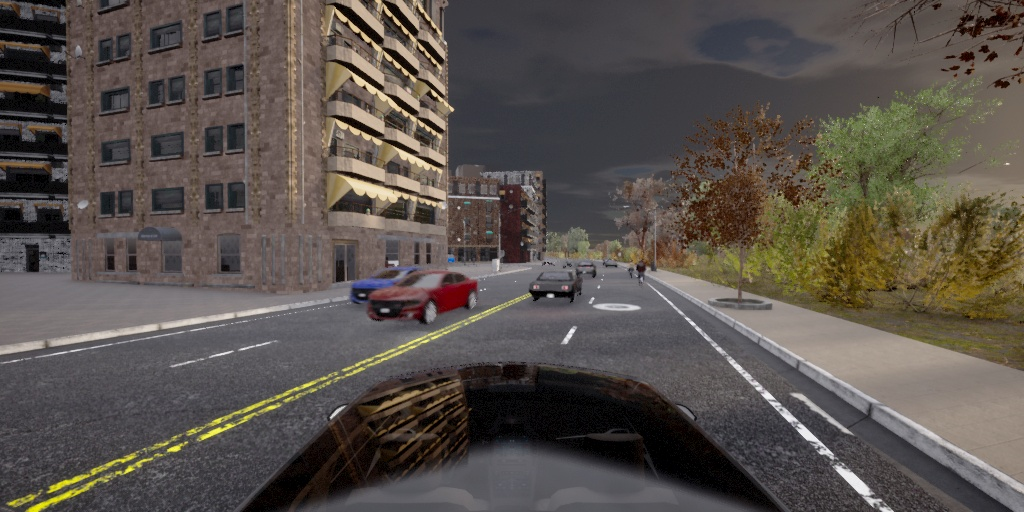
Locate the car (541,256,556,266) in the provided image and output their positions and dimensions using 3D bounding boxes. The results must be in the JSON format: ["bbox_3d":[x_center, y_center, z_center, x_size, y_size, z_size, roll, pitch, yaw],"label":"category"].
[{"bbox_3d":[5.726,0.705,55.942,2.097,1.767,4.553,0,0,10],"label":"car"}]

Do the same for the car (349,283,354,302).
[{"bbox_3d":[-5.012,1.227,16.078,1.882,1.535,5.008,0,0,17],"label":"car"}]

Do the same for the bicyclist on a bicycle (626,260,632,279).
[{"bbox_3d":[10.630,1.176,31.979,0.866,1.612,1.509,0,0,15],"label":"bicyclist on a bicycle"}]

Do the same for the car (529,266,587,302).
[{"bbox_3d":[2.247,1.347,17.025,1.895,1.301,4.718,0,0,16],"label":"car"}]

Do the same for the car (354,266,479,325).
[{"bbox_3d":[-2.774,1.226,12.255,1.882,1.535,5.008,0,0,17],"label":"car"}]

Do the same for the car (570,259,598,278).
[{"bbox_3d":[7.174,1.233,34.611,2.128,1.511,4.902,0,0,15],"label":"car"}]

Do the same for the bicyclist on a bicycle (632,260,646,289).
[{"bbox_3d":[7.867,1.114,21.895,0.659,1.776,1.843,0,0,16],"label":"bicyclist on a bicycle"}]

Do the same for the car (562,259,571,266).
[{"bbox_3d":[8.916,1.203,55.253,1.994,1.385,4.181,0,0,13],"label":"car"}]
